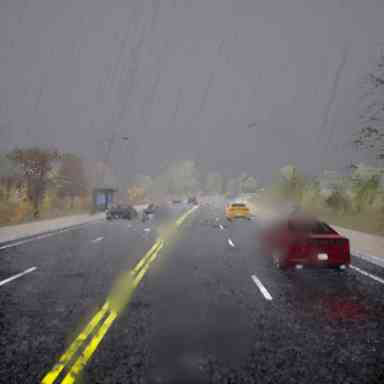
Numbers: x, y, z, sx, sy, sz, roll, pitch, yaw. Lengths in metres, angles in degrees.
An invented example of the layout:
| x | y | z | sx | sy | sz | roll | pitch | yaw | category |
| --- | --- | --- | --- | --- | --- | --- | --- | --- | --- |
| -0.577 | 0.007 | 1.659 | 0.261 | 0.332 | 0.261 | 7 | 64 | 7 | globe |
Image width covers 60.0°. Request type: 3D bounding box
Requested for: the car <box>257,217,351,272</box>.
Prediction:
| x | y | z | sx | sy | sz | roll | pitch | yaw | category |
| --- | --- | --- | --- | --- | --- | --- | --- | --- | --- |
| 3.466 | 1.561 | 11.185 | 1.882 | 1.535 | 5.008 | 0 | 0 | 1 | car |

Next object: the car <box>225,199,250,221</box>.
| x | y | z | sx | sy | sz | roll | pitch | yaw | category |
| --- | --- | --- | --- | --- | --- | --- | --- | --- | --- |
| 4.036 | 1.679 | 29.903 | 1.882 | 1.535 | 5.008 | 0 | 0 | 2 | car |

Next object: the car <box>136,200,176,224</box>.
| x | y | z | sx | sy | sz | roll | pitch | yaw | category |
| --- | --- | --- | --- | --- | --- | --- | --- | --- | --- |
| -2.793 | 1.672 | 26.788 | 2.128 | 1.511 | 4.902 | 0 | 0 | 2 | car |

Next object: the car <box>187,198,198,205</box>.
| x | y | z | sx | sy | sz | roll | pitch | yaw | category |
| --- | --- | --- | --- | --- | --- | --- | --- | --- | --- |
| 0.121 | 1.875 | 68.435 | 1.882 | 1.535 | 5.008 | 0 | 0 | 6 | car |

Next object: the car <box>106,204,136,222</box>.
| x | y | z | sx | sy | sz | roll | pitch | yaw | category |
| --- | --- | --- | --- | --- | --- | --- | --- | --- | --- |
| -5.968 | 1.756 | 28.668 | 1.994 | 1.385 | 4.181 | 0 | 0 | 3 | car |

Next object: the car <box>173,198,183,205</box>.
| x | y | z | sx | sy | sz | roll | pitch | yaw | category |
| --- | --- | --- | --- | --- | --- | --- | --- | --- | --- |
| -3.072 | 1.991 | 69.150 | 1.895 | 1.301 | 4.718 | 0 | 0 | 6 | car |
